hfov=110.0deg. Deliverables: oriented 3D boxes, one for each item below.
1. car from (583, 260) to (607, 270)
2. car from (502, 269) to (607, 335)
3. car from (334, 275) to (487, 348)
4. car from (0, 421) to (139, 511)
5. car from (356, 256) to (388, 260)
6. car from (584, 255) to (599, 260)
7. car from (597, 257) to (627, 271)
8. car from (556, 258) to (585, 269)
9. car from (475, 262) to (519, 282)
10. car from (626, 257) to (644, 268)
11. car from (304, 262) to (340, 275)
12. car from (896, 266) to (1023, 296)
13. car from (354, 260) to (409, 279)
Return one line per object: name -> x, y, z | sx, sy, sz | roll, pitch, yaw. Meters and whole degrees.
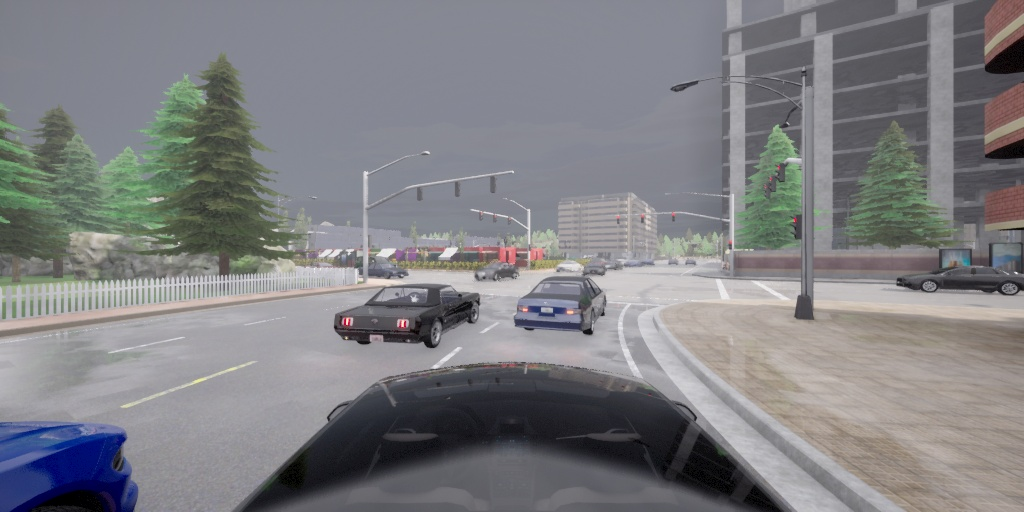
car -> 8.057, 1.359, 35.755 | 1.994, 1.385, 4.181 | 0, 0, 11
car -> 1.674, 1.297, 10.653 | 2.033, 1.411, 5.357 | 0, 0, 20
car -> -2.261, 1.351, 9.296 | 1.895, 1.301, 4.718 | 0, 0, 11
car -> -3.214, 1.228, 0.115 | 1.882, 1.535, 5.008 | 0, 0, -2
car -> -14.682, 1.027, 38.808 | 5.566, 2.045, 2.150 | 0, 0, 30
car -> 12.794, 1.103, 53.866 | 2.097, 1.767, 4.553 | 0, 0, 30
car -> 13.406, 1.242, 47.880 | 2.128, 1.511, 4.902 | 0, 0, 30
car -> 6.890, 1.276, 43.525 | 1.812, 1.442, 4.674 | 0, 0, 30
car -> -1.159, 1.284, 29.401 | 2.128, 1.511, 4.902 | 0, 0, 30
car -> 20.199, 1.275, 59.751 | 1.812, 1.442, 4.674 | 0, 0, 30
car -> -20.076, 1.331, 37.891 | 4.674, 1.442, 1.812 | 0, 0, 30
car -> 25.032, 1.310, 20.052 | 4.892, 1.490, 1.837 | 0, 0, 30
car -> -12.040, 1.353, 33.215 | 5.357, 1.411, 2.033 | 0, 0, 31
